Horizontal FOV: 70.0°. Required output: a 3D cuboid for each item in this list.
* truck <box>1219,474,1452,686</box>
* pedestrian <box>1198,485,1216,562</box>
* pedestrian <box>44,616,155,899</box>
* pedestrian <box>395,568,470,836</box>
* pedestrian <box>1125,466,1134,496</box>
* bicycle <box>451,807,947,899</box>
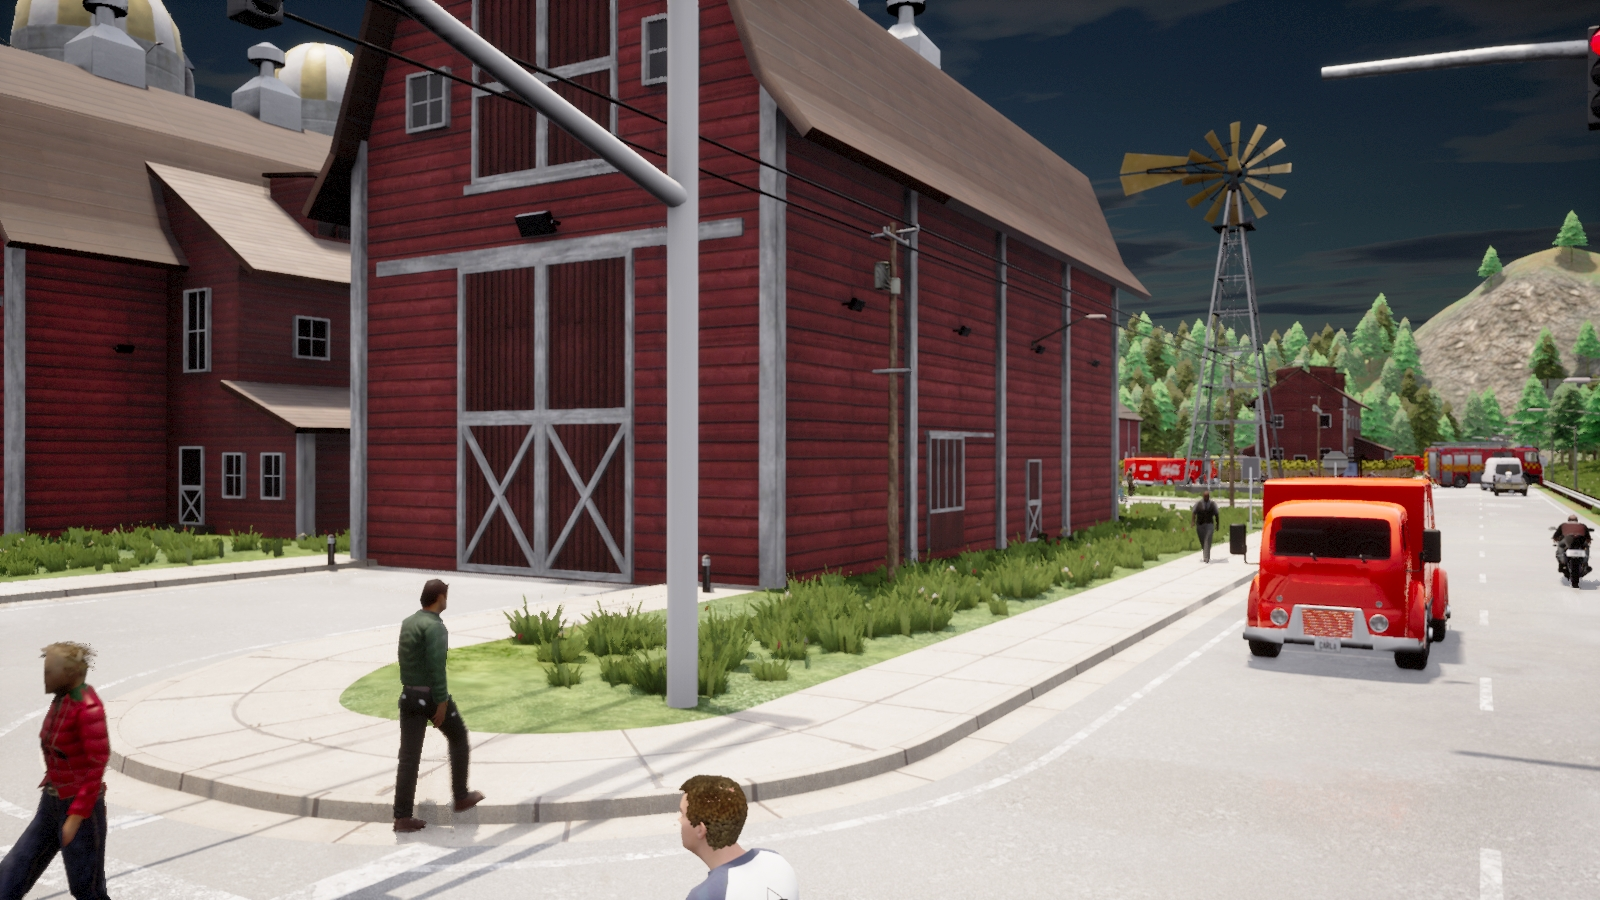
[{"bbox_3d":[7.998,1.634,16.731,2.627,2.467,5.204,0,0,30],"label":"truck"},{"bbox_3d":[10.030,1.802,28.146,0.375,1.860,0.375,0,0,24],"label":"pedestrian"},{"bbox_3d":[-3.685,1.842,6.012,0.375,1.860,0.375,0,0,34],"label":"pedestrian"},{"bbox_3d":[-2.712,1.830,8.436,0.375,1.860,0.375,0,0,35],"label":"pedestrian"},{"bbox_3d":[20.539,1.955,71.178,0.375,1.860,0.375,0,0,-43],"label":"pedestrian"},{"bbox_3d":[-0.372,2.052,3.612,1.643,1.496,0.373,0,0,30],"label":"bicycle"}]
